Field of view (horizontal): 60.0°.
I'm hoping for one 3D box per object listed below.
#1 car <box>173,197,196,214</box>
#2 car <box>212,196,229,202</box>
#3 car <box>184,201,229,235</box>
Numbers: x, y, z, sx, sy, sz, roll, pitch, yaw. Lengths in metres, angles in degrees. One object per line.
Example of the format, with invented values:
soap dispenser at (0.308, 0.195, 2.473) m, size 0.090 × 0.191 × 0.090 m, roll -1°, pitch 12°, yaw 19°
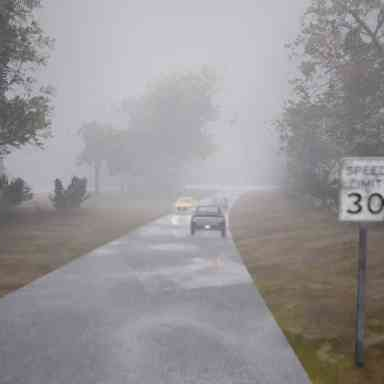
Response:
car at (-0.566, 1.265, 32.572) m, size 1.882 × 1.535 × 5.008 m, roll 1°, pitch 2°, yaw 8°
car at (3.254, 1.180, 38.577) m, size 2.033 × 1.411 × 5.357 m, roll 1°, pitch 2°, yaw 9°
car at (0.960, 1.507, 19.014) m, size 2.128 × 1.511 × 4.902 m, roll 0°, pitch 0°, yaw 4°
